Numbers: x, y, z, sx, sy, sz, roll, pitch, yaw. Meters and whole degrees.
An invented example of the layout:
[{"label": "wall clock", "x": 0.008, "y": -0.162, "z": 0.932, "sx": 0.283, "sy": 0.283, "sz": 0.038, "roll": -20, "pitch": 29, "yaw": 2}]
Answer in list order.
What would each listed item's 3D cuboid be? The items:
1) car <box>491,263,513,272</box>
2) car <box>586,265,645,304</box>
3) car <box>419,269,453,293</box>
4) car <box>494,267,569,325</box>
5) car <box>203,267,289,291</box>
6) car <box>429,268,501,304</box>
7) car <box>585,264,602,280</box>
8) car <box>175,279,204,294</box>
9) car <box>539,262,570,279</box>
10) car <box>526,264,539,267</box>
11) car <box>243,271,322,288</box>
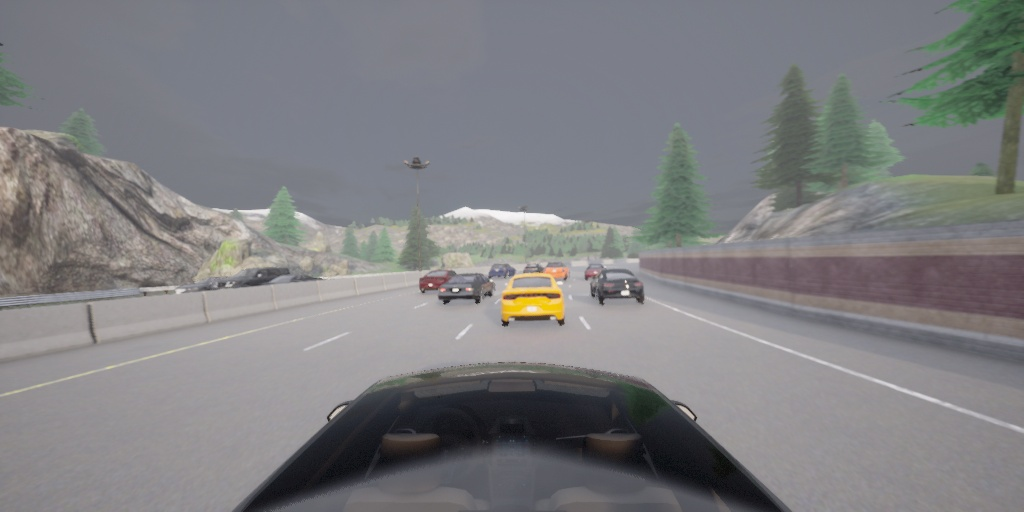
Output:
[{"label": "car", "x": -1.025, "y": 1.592, "z": 40.670, "sx": 2.097, "sy": 1.767, "sz": 4.553, "roll": -2, "pitch": -1, "yaw": 16}, {"label": "car", "x": 4.641, "y": 1.286, "z": 16.192, "sx": 1.812, "sy": 1.442, "sz": 4.674, "roll": -2, "pitch": -1, "yaw": 6}, {"label": "car", "x": -4.695, "y": 1.658, "z": 24.765, "sx": 1.882, "sy": 1.535, "sz": 5.008, "roll": -2, "pitch": 0, "yaw": 9}, {"label": "car", "x": 0.743, "y": 1.326, "z": 12.331, "sx": 1.882, "sy": 1.535, "sz": 5.008, "roll": -2, "pitch": -1, "yaw": 5}, {"label": "car", "x": -18.835, "y": 1.904, "z": 26.443, "sx": 2.150, "sy": 2.045, "sz": 5.566, "roll": -2, "pitch": -1, "yaw": 10}, {"label": "car", "x": -2.166, "y": 1.566, "z": 18.350, "sx": 2.033, "sy": 1.411, "sz": 5.357, "roll": -2, "pitch": -1, "yaw": 8}, {"label": "car", "x": 7.820, "y": 1.417, "z": 33.359, "sx": 1.994, "sy": 1.385, "sz": 4.181, "roll": -2, "pitch": -1, "yaw": 14}, {"label": "car", "x": -22.281, "y": 2.297, "z": 26.890, "sx": 2.128, "sy": 1.511, "sz": 4.902, "roll": -2, "pitch": -1, "yaw": 10}, {"label": "car", "x": 4.137, "y": 1.328, "z": 33.095, "sx": 2.097, "sy": 1.767, "sz": 4.553, "roll": -2, "pitch": -1, "yaw": 13}, {"label": "car", "x": 2.620, "y": 1.610, "z": 40.762, "sx": 2.128, "sy": 1.511, "sz": 4.902, "roll": -2, "pitch": -1, "yaw": 16}, {"label": "car", "x": -15.499, "y": 2.030, "z": 25.037, "sx": 1.882, "sy": 1.535, "sz": 5.008, "roll": -2, "pitch": -1, "yaw": 9}]
